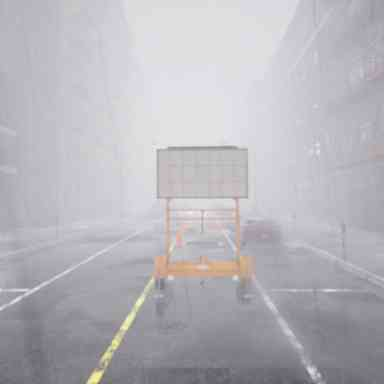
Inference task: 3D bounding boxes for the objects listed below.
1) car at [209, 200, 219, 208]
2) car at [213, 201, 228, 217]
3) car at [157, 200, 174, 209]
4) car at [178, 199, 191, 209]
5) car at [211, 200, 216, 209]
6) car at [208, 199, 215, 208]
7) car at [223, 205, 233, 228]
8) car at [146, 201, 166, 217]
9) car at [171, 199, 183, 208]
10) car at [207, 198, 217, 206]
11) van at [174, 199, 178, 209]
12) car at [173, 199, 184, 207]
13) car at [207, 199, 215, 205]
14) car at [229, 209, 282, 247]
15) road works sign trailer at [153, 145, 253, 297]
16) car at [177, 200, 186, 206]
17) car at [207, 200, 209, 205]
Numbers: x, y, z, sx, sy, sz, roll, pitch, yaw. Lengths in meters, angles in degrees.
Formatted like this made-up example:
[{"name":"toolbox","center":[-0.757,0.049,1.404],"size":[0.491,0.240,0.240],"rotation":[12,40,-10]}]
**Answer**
[{"name":"car","center":[4.674,2.477,71.358],"size":[1.967,1.590,4.097],"rotation":[1,-1,2]},{"name":"car","center":[3.720,2.060,38.189],"size":[1.887,1.381,4.507],"rotation":[1,-1,2]},{"name":"car","center":[-3.993,1.976,44.007],"size":[2.192,1.841,5.009],"rotation":[1,-1,2]},{"name":"car","center":[-1.102,2.356,56.250],"size":[1.812,1.442,4.674],"rotation":[0,-1,2]},{"name":"car","center":[3.877,2.149,43.718],"size":[2.008,1.369,4.403],"rotation":[1,-1,2]},{"name":"car","center":[4.350,2.401,60.301],"size":[1.887,1.381,4.507],"rotation":[1,-1,2]},{"name":"car","center":[3.254,1.801,21.777],"size":[1.752,1.417,4.829],"rotation":[1,-1,2]},{"name":"car","center":[-4.159,2.101,38.306],"size":[1.752,1.417,4.829],"rotation":[1,-1,2]},{"name":"car","center":[-3.207,2.415,71.644],"size":[2.192,1.841,5.009],"rotation":[1,-1,2]},{"name":"car","center":[4.949,2.538,82.417],"size":[2.192,1.841,5.009],"rotation":[1,-1,2]},{"name":"van","center":[-3.679,2.171,55.060],"size":[1.690,1.788,3.998],"rotation":[1,-1,2]},{"name":"car","center":[-3.049,2.507,77.171],"size":[2.192,1.841,5.009],"rotation":[1,-1,2]},{"name":"car","center":[5.261,2.856,93.472],"size":[1.967,1.590,4.097],"rotation":[1,-1,2]},{"name":"car","center":[3.091,1.742,16.078],"size":[1.887,1.381,4.507],"rotation":[1,-1,2]},{"name":"road works sign trailer","center":[0.282,0.582,8.856],"size":[2.380,3.560,2.880],"rotation":[0,-1,2]},{"name":"car","center":[-2.739,2.947,88.224],"size":[1.947,1.339,4.313],"rotation":[1,-1,2]},{"name":"car","center":[4.507,2.490,65.828],"size":[1.887,1.381,4.507],"rotation":[1,-1,2]}]
